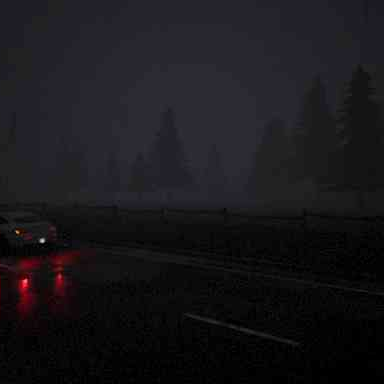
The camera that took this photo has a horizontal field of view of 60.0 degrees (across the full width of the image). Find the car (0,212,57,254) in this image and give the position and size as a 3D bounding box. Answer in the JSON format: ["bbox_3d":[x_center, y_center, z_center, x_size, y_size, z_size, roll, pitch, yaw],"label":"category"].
[{"bbox_3d":[-7.304,1.520,13.447,4.674,1.442,1.812,0,0,36],"label":"car"}]
